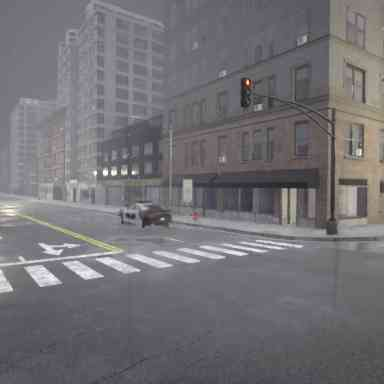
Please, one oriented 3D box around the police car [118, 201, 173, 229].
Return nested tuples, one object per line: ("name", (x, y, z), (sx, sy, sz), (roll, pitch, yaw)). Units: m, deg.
("police car", (-3.229, 1.399, 21.692), (1.930, 1.638, 5.238), (0, 0, -35))
